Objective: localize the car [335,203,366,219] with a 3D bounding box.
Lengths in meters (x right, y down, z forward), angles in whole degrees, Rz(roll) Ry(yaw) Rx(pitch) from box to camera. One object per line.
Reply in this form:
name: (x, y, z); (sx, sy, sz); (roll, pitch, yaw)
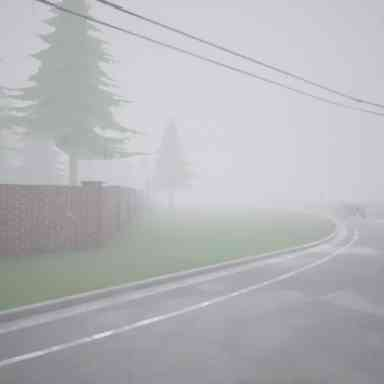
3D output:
car: (15.889, 1.860, 33.489); (1.837, 1.490, 4.892); (1, 0, 10)
